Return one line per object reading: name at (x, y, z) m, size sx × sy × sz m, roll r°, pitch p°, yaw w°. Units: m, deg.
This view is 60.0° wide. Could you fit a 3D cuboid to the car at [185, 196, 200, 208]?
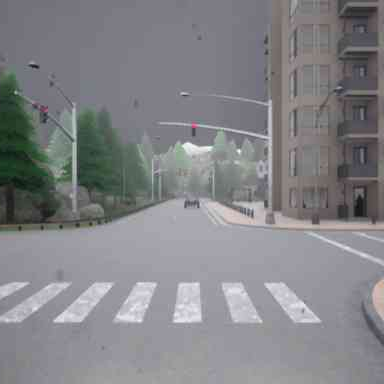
car at (0.017, 1.317, 48.139) m, size 2.097 × 1.767 × 4.553 m, roll 0°, pitch 0°, yaw 0°
